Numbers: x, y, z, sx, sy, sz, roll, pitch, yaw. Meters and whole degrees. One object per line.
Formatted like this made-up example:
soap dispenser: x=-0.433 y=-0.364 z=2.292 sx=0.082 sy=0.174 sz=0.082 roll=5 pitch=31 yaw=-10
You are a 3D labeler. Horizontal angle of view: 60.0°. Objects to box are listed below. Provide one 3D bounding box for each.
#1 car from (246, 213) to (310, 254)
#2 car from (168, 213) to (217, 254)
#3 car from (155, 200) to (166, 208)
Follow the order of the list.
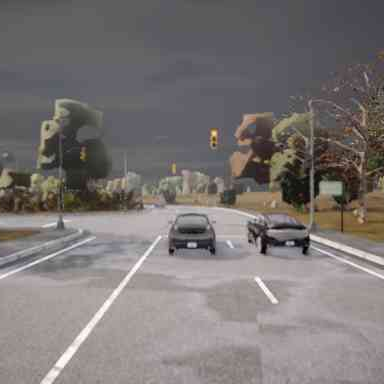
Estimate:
car: x=3.513 y=1.642 z=14.280 sx=2.128 sy=1.511 sz=4.902 roll=0 pitch=0 yaw=0
car: x=0.013 y=1.657 z=14.291 sx=1.837 sy=1.490 sz=4.892 roll=0 pitch=0 yaw=0
car: x=-6.923 y=2.650 z=73.220 sx=2.097 sy=1.767 sz=4.553 roll=0 pitch=-2 yaw=-13
